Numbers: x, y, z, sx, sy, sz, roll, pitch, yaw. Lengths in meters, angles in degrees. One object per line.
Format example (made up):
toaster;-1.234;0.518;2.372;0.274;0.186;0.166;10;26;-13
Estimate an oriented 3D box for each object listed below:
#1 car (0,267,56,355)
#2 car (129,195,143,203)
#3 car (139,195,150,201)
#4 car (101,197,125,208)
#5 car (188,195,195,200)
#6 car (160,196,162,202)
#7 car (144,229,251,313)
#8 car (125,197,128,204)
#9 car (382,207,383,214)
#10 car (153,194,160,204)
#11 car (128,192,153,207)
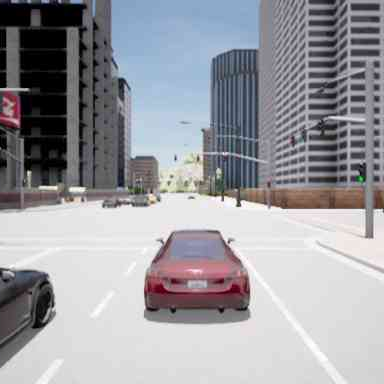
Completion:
car;-3.414;1.548;4.262;1.994;1.385;4.181;0;0;0
car;-10.614;1.335;63.653;1.994;1.385;4.181;0;0;0
car;-10.630;1.283;74.409;1.994;1.385;4.181;0;0;0
car;-10.669;1.366;44.492;1.812;1.442;4.674;0;0;0
car;-0.148;1.293;84.259;1.895;1.301;4.718;0;0;0
car;-7.117;1.266;66.569;1.837;1.490;4.892;0;0;0
car;0.088;1.536;7.679;1.994;1.385;4.181;0;0;0
car;-10.645;1.408;53.600;1.895;1.301;4.718;0;0;0
car;18.502;1.502;27.602;4.718;1.301;1.895;0;0;0
car;-7.129;1.275;56.371;1.882;1.535;5.008;0;0;0
car;-7.166;1.183;47.035;2.097;1.767;4.553;0;0;0
